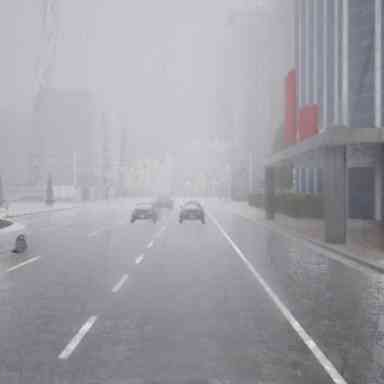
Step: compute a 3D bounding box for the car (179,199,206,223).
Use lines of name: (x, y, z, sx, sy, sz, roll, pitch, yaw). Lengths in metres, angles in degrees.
car: (0.029, 1.494, 24.737, 1.812, 1.442, 4.674, 0, 0, 1)

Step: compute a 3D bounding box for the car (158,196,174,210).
car: (-3.426, 1.299, 42.008, 2.097, 1.767, 4.553, 0, 0, 0)

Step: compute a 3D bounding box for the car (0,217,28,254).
car: (-7.038, 1.511, 10.669, 1.812, 1.442, 4.674, 0, 0, 0)

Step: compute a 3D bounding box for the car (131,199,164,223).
car: (-3.389, 1.493, 25.032, 1.812, 1.442, 4.674, 0, 0, 0)

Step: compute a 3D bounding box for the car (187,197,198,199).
car: (0.074, 1.424, 42.178, 1.882, 1.535, 5.008, 0, 0, 0)
